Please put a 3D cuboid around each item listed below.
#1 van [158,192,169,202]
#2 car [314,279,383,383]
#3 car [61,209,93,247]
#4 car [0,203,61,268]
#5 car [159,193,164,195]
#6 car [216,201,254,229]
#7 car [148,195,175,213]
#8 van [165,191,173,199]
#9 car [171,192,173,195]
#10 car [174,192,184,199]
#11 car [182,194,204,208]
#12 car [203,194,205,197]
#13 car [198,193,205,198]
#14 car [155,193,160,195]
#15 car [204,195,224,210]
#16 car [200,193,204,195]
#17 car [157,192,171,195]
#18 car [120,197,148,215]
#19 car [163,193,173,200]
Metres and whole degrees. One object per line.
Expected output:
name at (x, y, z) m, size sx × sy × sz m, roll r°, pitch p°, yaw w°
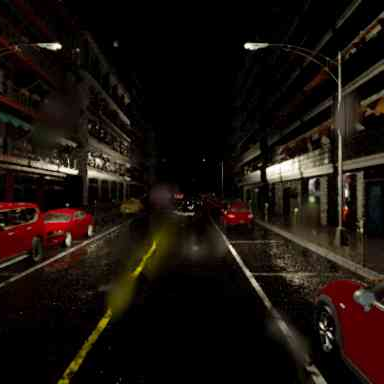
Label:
van at (-5.608, 0.907, 65.786) m, size 1.690 × 1.788 × 3.998 m, roll 1°, pitch 0°, yaw 0°
car at (2.707, 1.418, 3.186) m, size 1.967 × 1.590 × 4.097 m, roll 1°, pitch 0°, yaw 0°
car at (-5.670, 1.448, 14.522) m, size 1.887 × 1.381 × 4.507 m, roll 1°, pitch 0°, yaw 0°
car at (-5.669, 1.256, 8.823) m, size 2.192 × 1.841 × 5.009 m, roll 1°, pitch 0°, yaw 0°
car at (-5.620, 1.228, 48.698) m, size 2.008 × 1.369 × 4.403 m, roll 1°, pitch 0°, yaw 0°
car at (2.713, 1.447, 20.275) m, size 1.802 × 1.307 × 4.206 m, roll 1°, pitch 0°, yaw 0°
car at (-3.079, 1.342, 33.391) m, size 1.994 × 1.385 × 4.181 m, roll 0°, pitch 0°, yaw 0°
van at (-5.600, 0.795, 82.874) m, size 1.690 × 1.788 × 3.998 m, roll 1°, pitch 0°, yaw 0°
car at (-5.607, 0.968, 71.483) m, size 1.967 × 1.590 × 4.097 m, roll 1°, pitch 0°, yaw 0°
car at (-2.964, 0.760, 74.965) m, size 2.097 × 1.767 × 4.553 m, roll 0°, pitch 0°, yaw 0°
car at (0.120, 1.325, 41.580) m, size 1.895 × 1.301 × 4.718 m, roll 0°, pitch 0°, yaw 0°
car at (2.724, 1.259, 43.060) m, size 1.887 × 1.381 × 4.507 m, roll 1°, pitch 0°, yaw 0°
car at (2.750, 0.903, 94.495) m, size 1.752 × 1.417 × 4.829 m, roll 1°, pitch 0°, yaw 0°
car at (-5.623, 1.260, 43.002) m, size 1.887 × 1.381 × 4.507 m, roll 1°, pitch 0°, yaw 0°
car at (2.722, 1.296, 37.364) m, size 1.887 × 1.381 × 4.507 m, roll 1°, pitch 0°, yaw 0°
car at (2.733, 1.147, 60.148) m, size 1.887 × 1.381 × 4.507 m, roll 1°, pitch 0°, yaw 0°
car at (-5.610, 0.918, 60.090) m, size 2.192 × 1.841 × 5.009 m, roll 1°, pitch 0°, yaw 0°
car at (-5.635, 1.317, 31.439) m, size 1.752 × 1.417 × 4.829 m, roll 1°, pitch 0°, yaw 0°
car at (-5.607, 1.042, 77.180) m, size 2.008 × 1.369 × 4.403 m, roll 1°, pitch 0°, yaw 0°
